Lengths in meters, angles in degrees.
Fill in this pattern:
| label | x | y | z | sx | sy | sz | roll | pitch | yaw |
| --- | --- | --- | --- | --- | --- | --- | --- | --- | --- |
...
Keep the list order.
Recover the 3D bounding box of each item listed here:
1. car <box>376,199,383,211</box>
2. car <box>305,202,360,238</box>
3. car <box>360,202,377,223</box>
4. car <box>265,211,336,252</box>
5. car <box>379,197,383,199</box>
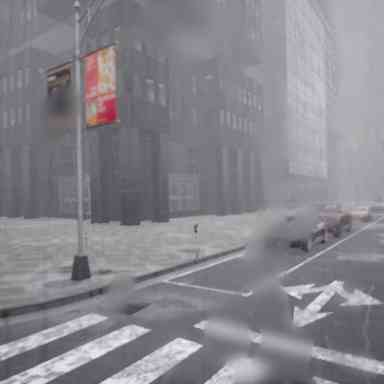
| label | x | y | z | sx | sy | sz | roll | pitch | yaw |
| --- | --- | --- | --- | --- | --- | --- | --- | --- | --- |
| car | 23.515 | 1.842 | 41.389 | 1.802 | 1.307 | 4.206 | -2 | -1 | 35 |
| car | 7.882 | 1.499 | 19.217 | 2.192 | 1.841 | 5.009 | -2 | -1 | 35 |
| car | 14.039 | 1.737 | 27.944 | 1.752 | 1.417 | 4.829 | -2 | -1 | 35 |
| car | 4.761 | 1.735 | 14.777 | 1.947 | 1.339 | 4.313 | -2 | -1 | 35 |
| car | 26.635 | 1.593 | 45.829 | 2.192 | 1.841 | 5.009 | -2 | -1 | 35 |
